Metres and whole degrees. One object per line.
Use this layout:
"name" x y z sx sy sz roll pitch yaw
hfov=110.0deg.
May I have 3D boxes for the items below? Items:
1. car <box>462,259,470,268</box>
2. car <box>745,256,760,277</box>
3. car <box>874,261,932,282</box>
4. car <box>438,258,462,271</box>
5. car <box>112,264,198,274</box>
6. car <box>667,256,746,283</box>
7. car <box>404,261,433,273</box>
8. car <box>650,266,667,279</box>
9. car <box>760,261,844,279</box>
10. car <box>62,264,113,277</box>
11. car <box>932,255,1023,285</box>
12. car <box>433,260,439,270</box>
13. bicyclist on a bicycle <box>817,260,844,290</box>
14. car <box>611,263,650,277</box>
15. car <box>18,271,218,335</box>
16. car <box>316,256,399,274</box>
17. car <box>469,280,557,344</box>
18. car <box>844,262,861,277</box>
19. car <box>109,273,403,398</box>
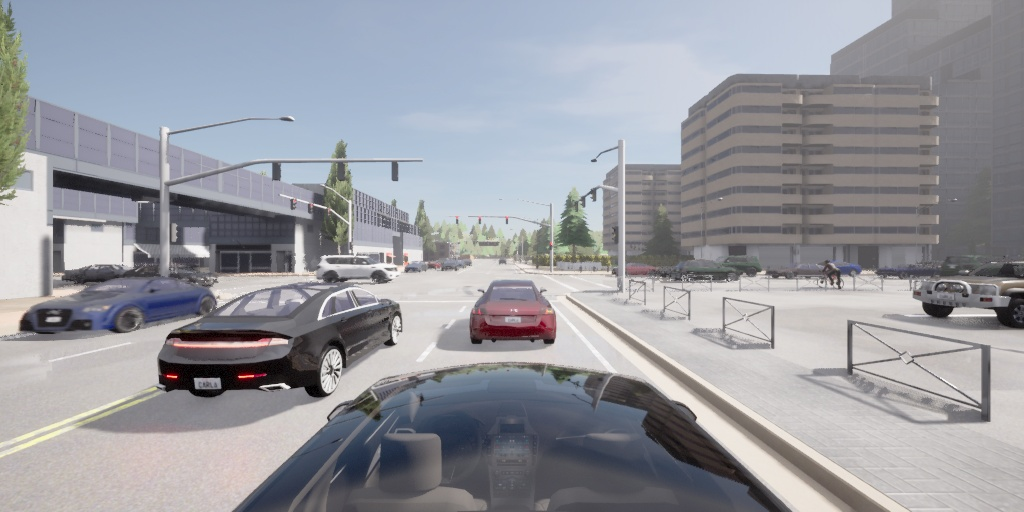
"car" -8.622 1.303 59.186 2.033 1.411 5.357 0 0 -1
"car" 21.092 0.975 34.805 5.566 2.045 2.150 0 0 -2
"car" 35.171 1.354 31.706 4.718 1.301 1.895 0 0 -2
"car" -8.359 1.319 48.888 1.994 1.385 4.181 0 0 -2
"car" -21.036 1.257 22.159 4.892 1.490 1.837 0 0 -1
"car" 14.767 1.105 27.402 4.553 1.767 2.097 0 0 -2
"car" -11.761 1.302 44.433 2.033 1.411 5.357 0 0 -1
"car" 15.238 1.301 31.128 5.357 1.411 2.033 0 0 -2
"car" 25.308 1.301 31.426 5.357 1.411 2.033 0 0 -2
"car" -28.413 1.300 25.491 5.357 1.411 2.033 0 0 -1
"car" 37.053 0.973 28.078 5.566 2.045 2.150 0 0 -2
"car" -11.997 1.356 54.018 1.895 1.301 4.718 0 0 -1
"bicyclist on a bicycle" 17.929 1.054 20.219 0.582 1.620 1.656 0 0 -2
"car" 11.749 1.317 34.525 4.181 1.385 1.994 0 0 -2
"car" -10.955 1.315 10.449 1.994 1.385 4.181 0 0 -4
"car" -11.155 0.977 26.046 5.566 2.045 2.150 0 0 -3
"car" 0.012 1.315 9.574 1.994 1.385 4.181 0 0 0
"car" 31.118 1.231 35.095 5.008 1.535 1.882 0 0 -2
"car" -3.473 1.242 6.517 2.128 1.511 4.902 0 0 0
